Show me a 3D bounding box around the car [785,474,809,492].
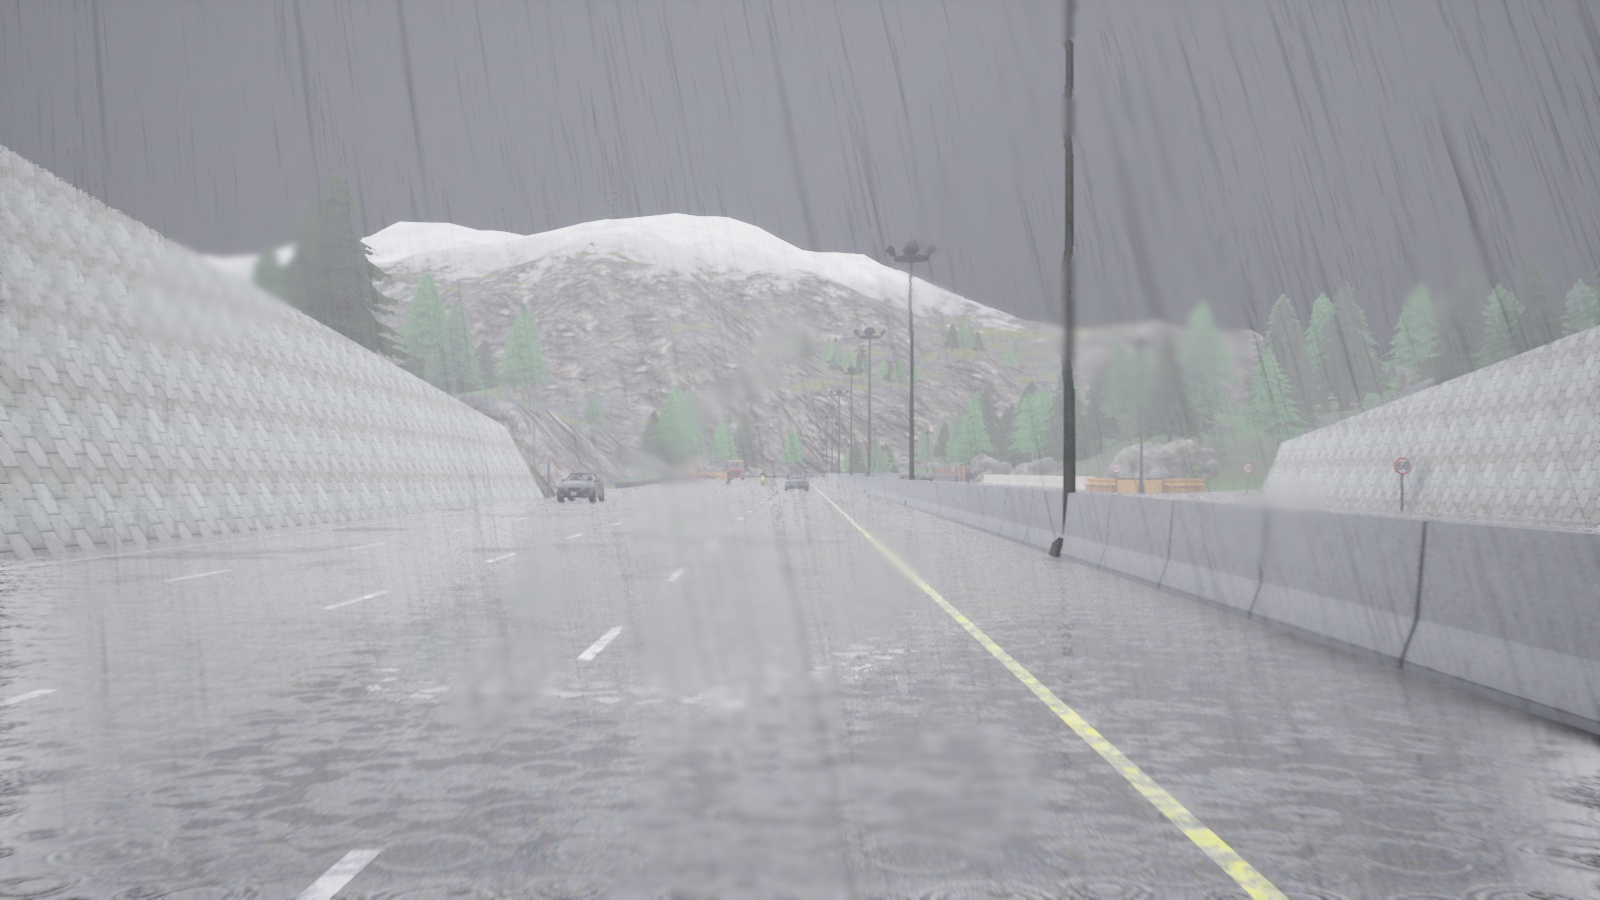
[{"bbox_3d":[-0.238,2.565,98.512,1.895,1.301,4.718,0,-1,0],"label":"car"}]

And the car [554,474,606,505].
[{"bbox_3d":[-10.648,1.894,61.116,1.816,1.474,4.193,0,-1,0],"label":"car"}]
